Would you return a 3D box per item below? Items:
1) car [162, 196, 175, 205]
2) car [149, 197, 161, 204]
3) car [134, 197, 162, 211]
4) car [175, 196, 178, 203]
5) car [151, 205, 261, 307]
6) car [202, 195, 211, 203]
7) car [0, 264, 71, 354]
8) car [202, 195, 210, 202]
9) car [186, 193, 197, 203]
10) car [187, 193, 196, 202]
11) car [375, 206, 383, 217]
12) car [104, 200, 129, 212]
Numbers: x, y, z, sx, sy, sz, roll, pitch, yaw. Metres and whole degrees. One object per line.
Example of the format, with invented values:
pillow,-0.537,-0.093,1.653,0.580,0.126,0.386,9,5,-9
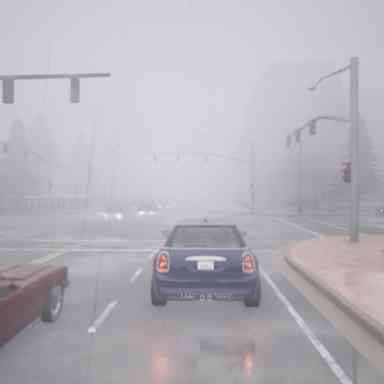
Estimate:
car,-4.592,1.610,57.018,1.994,1.385,4.181,0,0,3
car,-7.571,1.650,68.881,1.895,1.301,4.718,0,0,2
car,-5.260,1.595,40.274,1.994,1.385,4.181,0,0,2
car,-3.981,1.582,71.162,2.128,1.511,4.902,0,0,2
car,0.311,1.359,8.168,2.097,1.767,4.553,0,0,2
car,3.121,1.608,73.696,1.994,1.385,4.181,0,0,2
car,-3.304,1.604,4.296,1.895,1.301,4.718,0,0,2
car,3.455,1.541,82.400,1.882,1.535,5.008,0,0,2
car,-0.415,1.578,72.834,1.812,1.442,4.674,0,0,2
car,-0.042,1.289,82.564,2.150,2.045,5.566,0,0,2
car,18.819,1.528,29.361,4.892,1.490,1.837,0,0,2
car,-8.807,1.632,39.165,1.895,1.301,4.718,0,0,2
